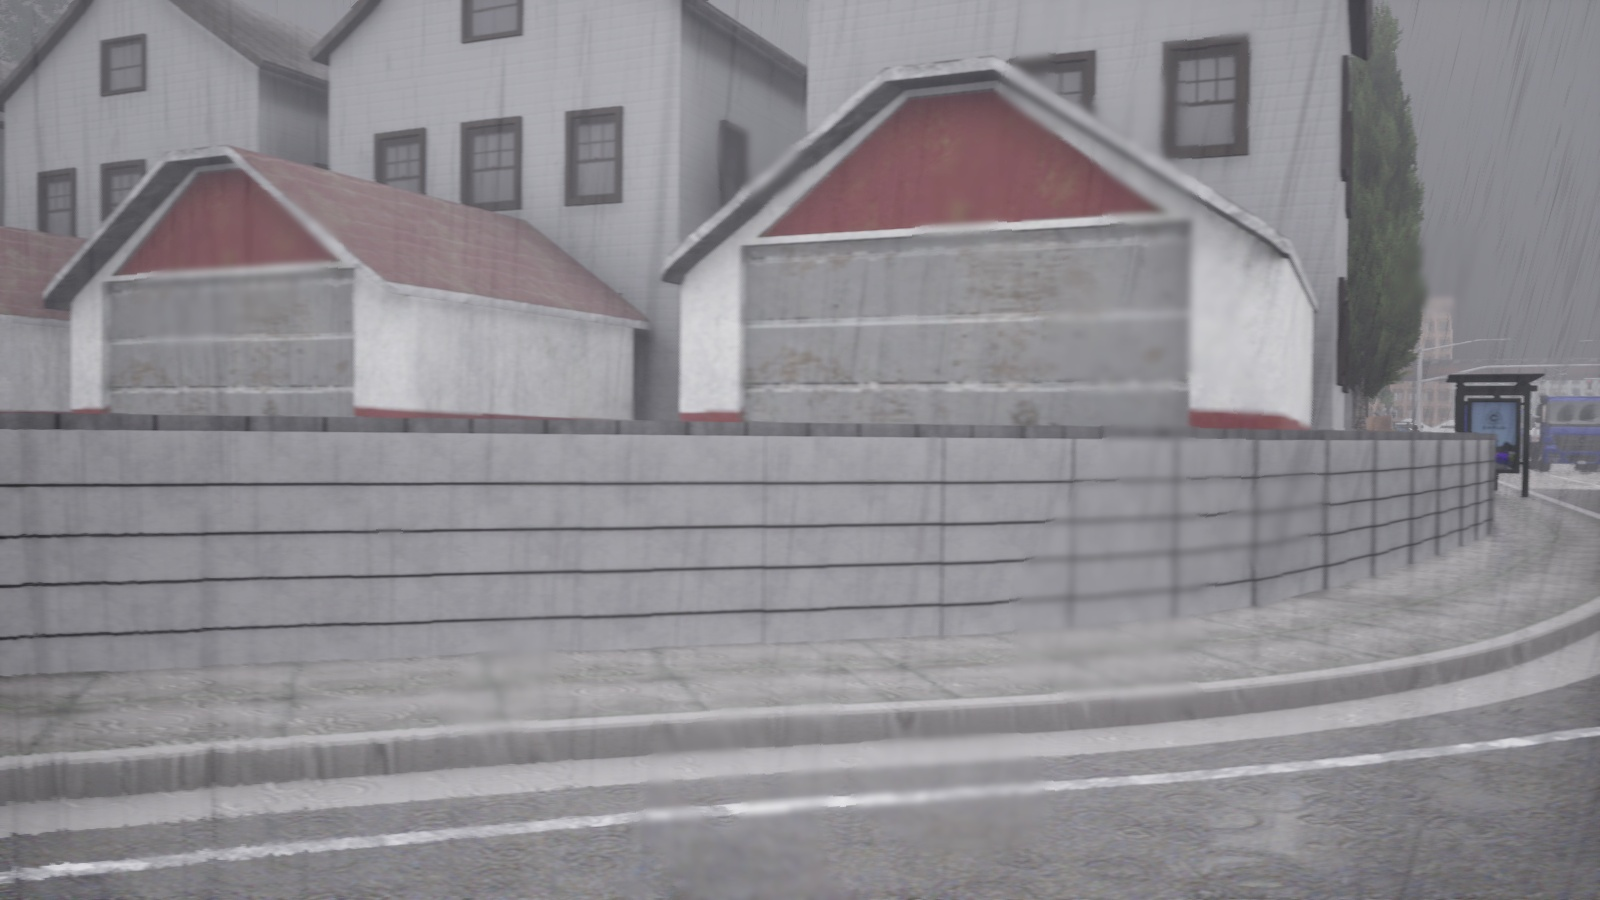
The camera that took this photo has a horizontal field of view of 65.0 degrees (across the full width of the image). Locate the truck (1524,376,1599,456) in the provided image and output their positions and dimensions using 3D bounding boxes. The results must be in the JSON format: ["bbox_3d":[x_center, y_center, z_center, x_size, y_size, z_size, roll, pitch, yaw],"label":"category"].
[{"bbox_3d":[35.406,-1.530,57.760,2.891,3.462,7.936,0,1,24],"label":"truck"}]

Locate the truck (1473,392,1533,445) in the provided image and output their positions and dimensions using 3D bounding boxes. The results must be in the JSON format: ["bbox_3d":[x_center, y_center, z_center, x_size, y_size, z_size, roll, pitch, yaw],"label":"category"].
[{"bbox_3d":[48.342,-2.150,86.522,2.891,3.462,7.936,0,1,24],"label":"truck"}]
